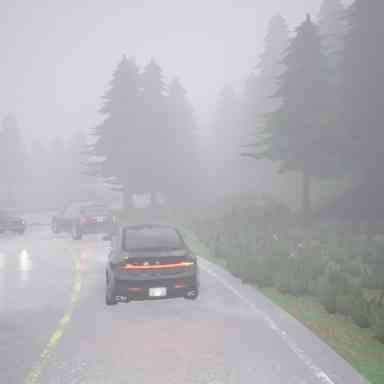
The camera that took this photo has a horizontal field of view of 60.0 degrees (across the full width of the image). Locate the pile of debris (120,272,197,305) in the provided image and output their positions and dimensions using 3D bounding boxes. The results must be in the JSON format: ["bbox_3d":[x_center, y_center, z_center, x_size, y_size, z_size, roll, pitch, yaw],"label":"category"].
[{"bbox_3d":[-0.853,2.175,7.706,1.500,0.140,1.860,0,0,-14],"label":"pile of debris"}]

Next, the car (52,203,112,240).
[{"bbox_3d":[-5.709,1.352,17.415,2.097,1.767,4.553,0,0,-39],"label":"car"}]

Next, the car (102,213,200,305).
[{"bbox_3d":[-1.110,1.504,8.195,1.837,1.490,4.892,0,0,-12],"label":"car"}]

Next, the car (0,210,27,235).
[{"bbox_3d":[-10.624,1.643,17.973,4.718,1.301,1.895,0,0,45],"label":"car"}]
